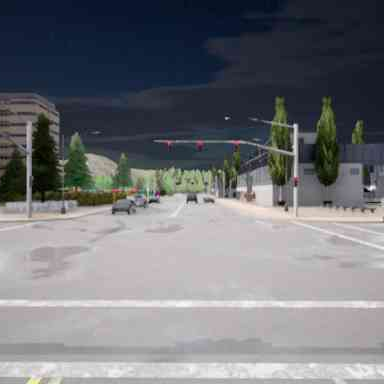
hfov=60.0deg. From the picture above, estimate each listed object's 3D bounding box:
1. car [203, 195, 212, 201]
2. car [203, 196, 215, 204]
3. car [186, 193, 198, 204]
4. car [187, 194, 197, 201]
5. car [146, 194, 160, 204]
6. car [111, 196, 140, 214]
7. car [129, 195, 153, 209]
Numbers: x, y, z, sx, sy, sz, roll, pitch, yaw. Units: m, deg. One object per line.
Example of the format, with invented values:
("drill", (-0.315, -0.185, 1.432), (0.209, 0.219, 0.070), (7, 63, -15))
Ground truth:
("car", (3.486, 1.481, 76.974), (1.895, 1.301, 4.718), (0, 0, 0))
("car", (3.488, 1.627, 66.666), (1.895, 1.301, 4.718), (0, 0, 0))
("car", (-0.012, 1.248, 66.291), (2.150, 2.045, 5.566), (0, 0, 0))
("car", (-0.014, 1.241, 76.913), (2.097, 1.767, 4.553), (0, 0, 0))
("car", (-7.053, 1.572, 63.070), (2.033, 1.411, 5.357), (0, 0, 0))
("car", (-7.123, 1.519, 35.146), (1.837, 1.490, 4.892), (0, 0, 1))
("car", (-7.097, 1.508, 45.593), (2.128, 1.511, 4.902), (0, 0, 0))
